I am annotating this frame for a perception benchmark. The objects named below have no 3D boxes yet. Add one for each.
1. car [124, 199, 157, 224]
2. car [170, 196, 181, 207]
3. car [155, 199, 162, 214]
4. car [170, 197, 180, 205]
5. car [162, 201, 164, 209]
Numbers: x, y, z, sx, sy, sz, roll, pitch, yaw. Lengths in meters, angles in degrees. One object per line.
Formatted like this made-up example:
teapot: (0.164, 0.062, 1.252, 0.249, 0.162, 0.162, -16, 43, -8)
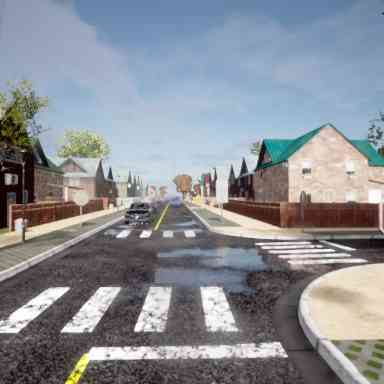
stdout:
car: (-3.968, 1.542, 25.429, 1.837, 1.490, 4.892, 0, 0, -3)
car: (-2.700, 1.761, 55.334, 2.033, 1.411, 5.357, 0, 0, -3)
car: (-4.528, 1.684, 35.674, 1.895, 1.301, 4.718, 0, 0, -3)
car: (-3.285, 1.772, 65.110, 1.882, 1.535, 5.008, 0, -1, -3)
car: (-5.262, 1.734, 49.435, 1.994, 1.385, 4.181, 0, 0, -3)
